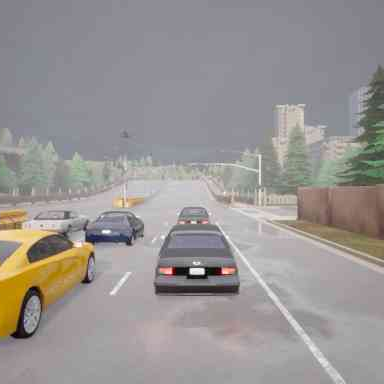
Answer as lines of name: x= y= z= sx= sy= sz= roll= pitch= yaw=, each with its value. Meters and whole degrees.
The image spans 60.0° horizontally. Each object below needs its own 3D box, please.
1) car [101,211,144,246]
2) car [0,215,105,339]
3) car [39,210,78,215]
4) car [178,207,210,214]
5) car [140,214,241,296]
car: x=-3.419 y=1.564 z=15.353 sx=1.994 sy=1.385 sz=4.181 roll=0 pitch=0 yaw=0
car: x=-3.406 y=1.478 z=6.596 sx=1.882 sy=1.535 sz=5.008 roll=0 pitch=0 yaw=0
car: x=-6.916 y=1.601 z=17.582 sx=1.895 sy=1.301 sz=4.718 roll=0 pitch=0 yaw=0
car: x=0.106 y=1.547 z=18.872 sx=2.033 sy=1.411 sz=5.357 roll=0 pitch=0 yaw=1
car: x=0.092 y=1.547 z=8.806 sx=2.033 sy=1.411 sz=5.357 roll=0 pitch=0 yaw=0
